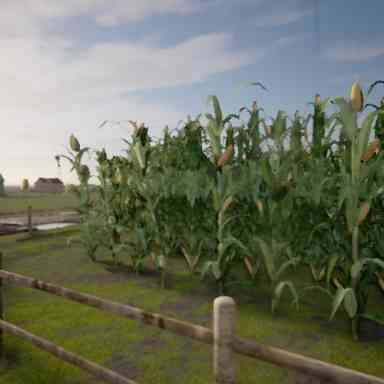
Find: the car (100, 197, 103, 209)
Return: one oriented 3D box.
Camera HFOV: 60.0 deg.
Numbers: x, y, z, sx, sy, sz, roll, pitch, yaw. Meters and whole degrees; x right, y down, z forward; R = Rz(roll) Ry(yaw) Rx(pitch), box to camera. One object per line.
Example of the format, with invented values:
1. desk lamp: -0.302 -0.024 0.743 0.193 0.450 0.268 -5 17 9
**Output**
1. car: -6.910 0.632 33.169 2.150 2.045 5.566 1 2 21
